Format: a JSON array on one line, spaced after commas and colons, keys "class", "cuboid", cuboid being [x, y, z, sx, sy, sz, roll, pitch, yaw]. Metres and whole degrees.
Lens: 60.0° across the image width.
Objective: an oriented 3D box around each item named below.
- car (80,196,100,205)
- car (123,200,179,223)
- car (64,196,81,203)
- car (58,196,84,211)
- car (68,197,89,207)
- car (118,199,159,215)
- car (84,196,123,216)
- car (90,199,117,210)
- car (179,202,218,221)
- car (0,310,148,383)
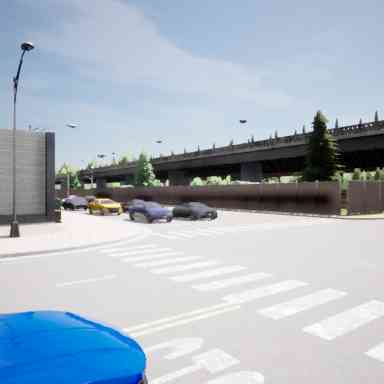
[{"class": "car", "cuboid": [-17.819, 1.422, 57.832, 1.882, 1.535, 5.008, 0, 0, -36]}, {"class": "car", "cuboid": [-3.204, 1.470, 25.015, 1.812, 1.442, 4.674, 0, 0, -36]}, {"class": "car", "cuboid": [-23.745, 1.469, 65.951, 1.812, 1.442, 4.674, 0, 0, -36]}, {"class": "car", "cuboid": [-14.267, 1.492, 40.499, 2.033, 1.411, 5.357, 0, 0, -35]}, {"class": "car", "cuboid": [-17.406, 1.470, 51.033, 1.812, 1.442, 4.674, 0, 0, -35]}, {"class": "car", "cuboid": [-5.667, 1.492, 34.484, 2.033, 1.411, 5.357, 0, 0, -35]}, {"class": "car", "cuboid": [-8.571, 1.422, 32.520, 1.882, 1.535, 5.008, 0, 0, -36]}, {"class": "car", "cuboid": [-11.372, 1.545, 42.486, 1.895, 1.301, 4.718, 0, 0, -35]}, {"class": "car", "cuboid": [0.185, 1.509, 26.292, 1.994, 1.385, 4.181, 0, 0, -35]}, {"class": "car", "cuboid": [-2.624, 1.478, 1.902, 5.008, 1.535, 1.882, 0, 0, -36]}]
